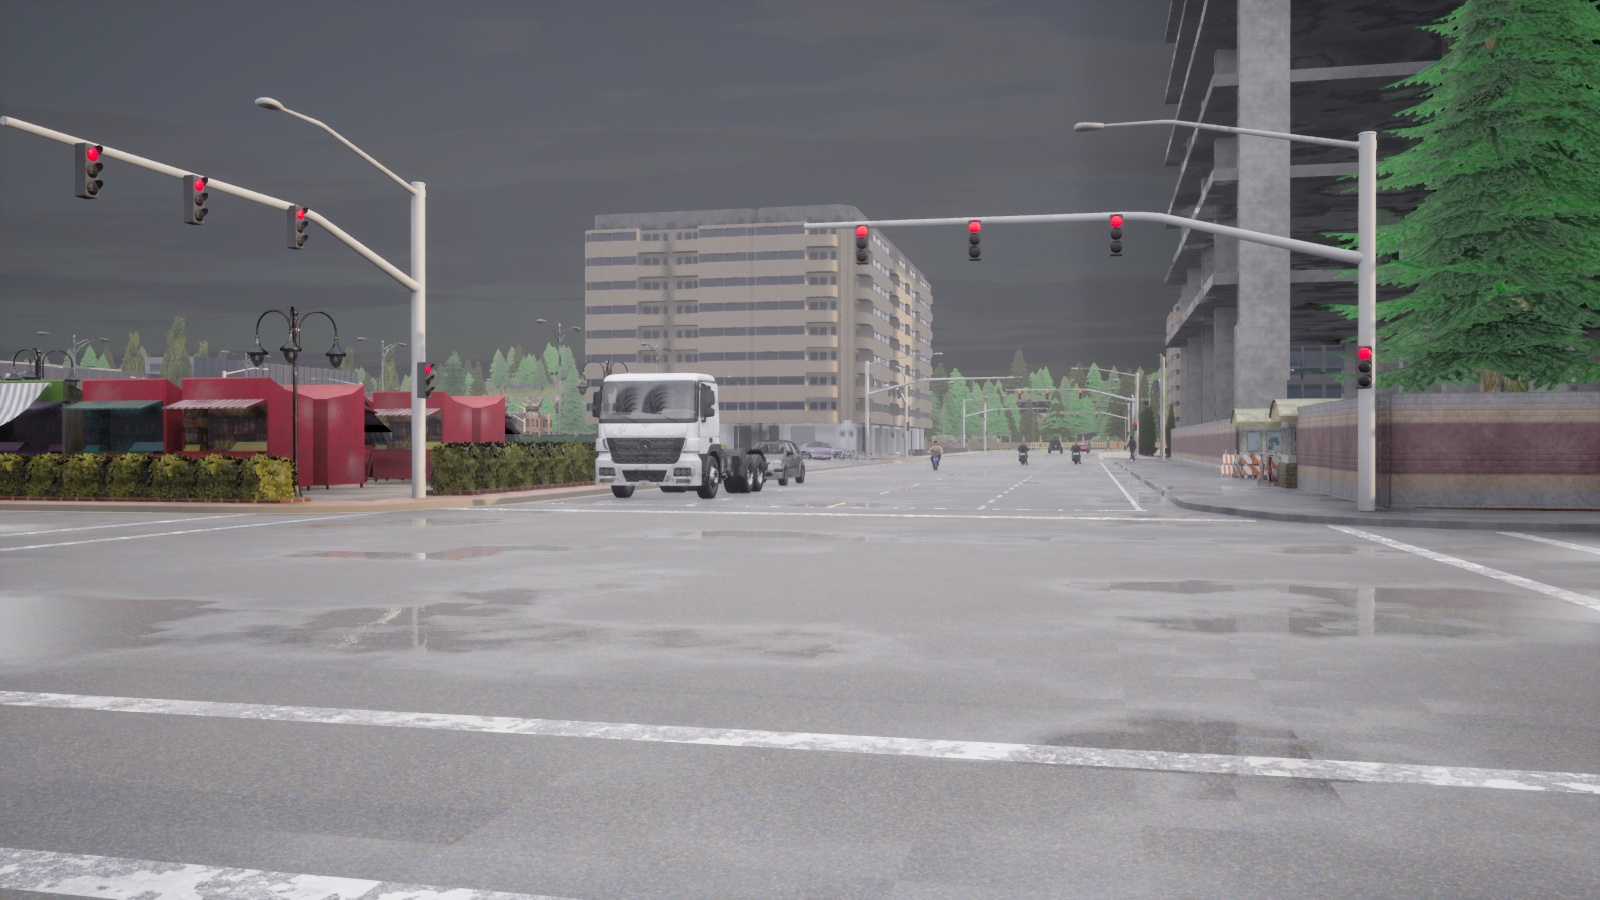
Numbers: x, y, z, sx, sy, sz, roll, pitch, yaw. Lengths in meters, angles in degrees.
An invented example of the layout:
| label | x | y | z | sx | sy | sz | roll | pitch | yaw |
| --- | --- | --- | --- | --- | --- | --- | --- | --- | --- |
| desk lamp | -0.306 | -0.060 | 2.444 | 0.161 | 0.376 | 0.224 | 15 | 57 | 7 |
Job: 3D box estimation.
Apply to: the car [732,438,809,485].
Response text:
| label | x | y | z | sx | sy | sz | roll | pitch | yaw |
| --- | --- | --- | --- | --- | --- | --- | --- | --- | --- |
| car | -1.019 | 0.387 | 45.574 | 1.851 | 1.617 | 3.988 | 0 | 0 | 13 |

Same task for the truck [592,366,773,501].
| label | x | y | z | sx | sy | sz | roll | pitch | yaw |
| --- | --- | --- | --- | --- | --- | --- | --- | --- | --- |
| truck | -3.137 | -0.442 | 36.214 | 2.891 | 3.462 | 7.936 | 0 | 0 | 13 |
